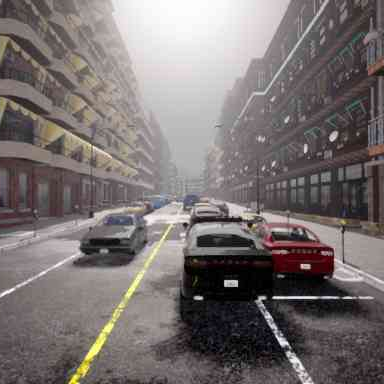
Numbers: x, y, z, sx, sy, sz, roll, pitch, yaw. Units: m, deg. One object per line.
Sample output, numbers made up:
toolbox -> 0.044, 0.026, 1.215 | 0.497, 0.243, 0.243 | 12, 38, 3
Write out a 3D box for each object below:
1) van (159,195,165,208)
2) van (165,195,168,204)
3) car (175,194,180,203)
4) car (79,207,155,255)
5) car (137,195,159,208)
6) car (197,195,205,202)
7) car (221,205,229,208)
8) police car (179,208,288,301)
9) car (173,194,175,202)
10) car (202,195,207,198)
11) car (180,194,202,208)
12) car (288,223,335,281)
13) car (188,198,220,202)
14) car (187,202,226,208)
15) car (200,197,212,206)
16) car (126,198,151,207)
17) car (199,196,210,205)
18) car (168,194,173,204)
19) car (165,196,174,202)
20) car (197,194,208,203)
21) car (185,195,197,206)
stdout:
van -> -5.378, 1.424, 48.511 | 1.690, 1.788, 3.998 | 2, 0, 0
van -> -5.389, 1.442, 54.043 | 1.690, 1.788, 3.998 | 1, 0, 0
car -> -2.889, 1.690, 76.546 | 1.837, 1.490, 4.892 | 0, 0, 0
car -> -2.872, 1.559, 13.547 | 2.033, 1.411, 5.357 | 0, 0, 0
car -> -5.357, 1.370, 37.452 | 2.192, 1.841, 5.009 | 2, 0, 0
car -> 2.394, 1.676, 87.182 | 1.967, 1.590, 4.097 | 1, 0, 0
car -> 2.558, 1.539, 15.451 | 1.752, 1.417, 4.829 | 1, 0, 0
police car -> 0.699, 1.431, 8.522 | 1.930, 1.638, 5.238 | 0, 0, 0
car -> -5.418, 1.477, 70.633 | 2.192, 1.841, 5.009 | 1, 0, 0
car -> 2.487, 1.645, 53.995 | 1.887, 1.381, 4.507 | 1, 0, 0
car -> -0.078, 1.295, 45.238 | 2.150, 2.045, 5.566 | 0, 0, 0
car -> 2.568, 1.552, 9.749 | 1.887, 1.381, 4.507 | 1, 0, 0
car -> 0.781, 1.484, 24.609 | 1.801, 1.575, 5.366 | 0, 0, 0
car -> 0.792, 1.523, 18.416 | 1.837, 1.490, 4.892 | 0, 0, 0
car -> 2.477, 1.664, 59.525 | 1.887, 1.381, 4.507 | 1, 0, 0
car -> -5.352, 1.568, 31.750 | 1.752, 1.417, 4.829 | 2, 0, 0
car -> 2.476, 1.580, 65.057 | 1.967, 1.590, 4.097 | 1, 0, 0
car -> -5.408, 1.455, 65.103 | 2.192, 1.841, 5.009 | 1, 0, 0
car -> -5.445, 1.775, 81.695 | 1.947, 1.339, 4.313 | 1, 0, 0
car -> 2.417, 1.499, 76.119 | 2.192, 1.841, 5.009 | 1, 0, 0
car -> -0.108, 1.473, 59.930 | 2.097, 1.767, 4.553 | 0, 0, 0
